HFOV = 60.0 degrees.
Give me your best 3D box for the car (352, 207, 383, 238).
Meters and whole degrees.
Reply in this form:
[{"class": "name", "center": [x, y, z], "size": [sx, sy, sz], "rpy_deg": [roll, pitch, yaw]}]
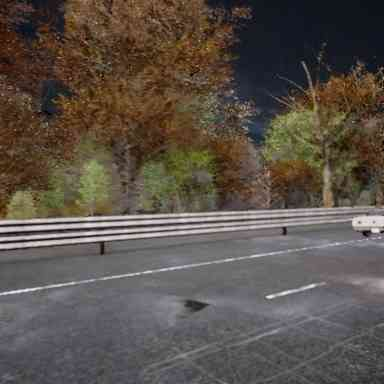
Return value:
[{"class": "car", "center": [9.088, 1.267, 14.500], "size": [4.718, 1.301, 1.895], "rpy_deg": [1, -5, -35]}]
